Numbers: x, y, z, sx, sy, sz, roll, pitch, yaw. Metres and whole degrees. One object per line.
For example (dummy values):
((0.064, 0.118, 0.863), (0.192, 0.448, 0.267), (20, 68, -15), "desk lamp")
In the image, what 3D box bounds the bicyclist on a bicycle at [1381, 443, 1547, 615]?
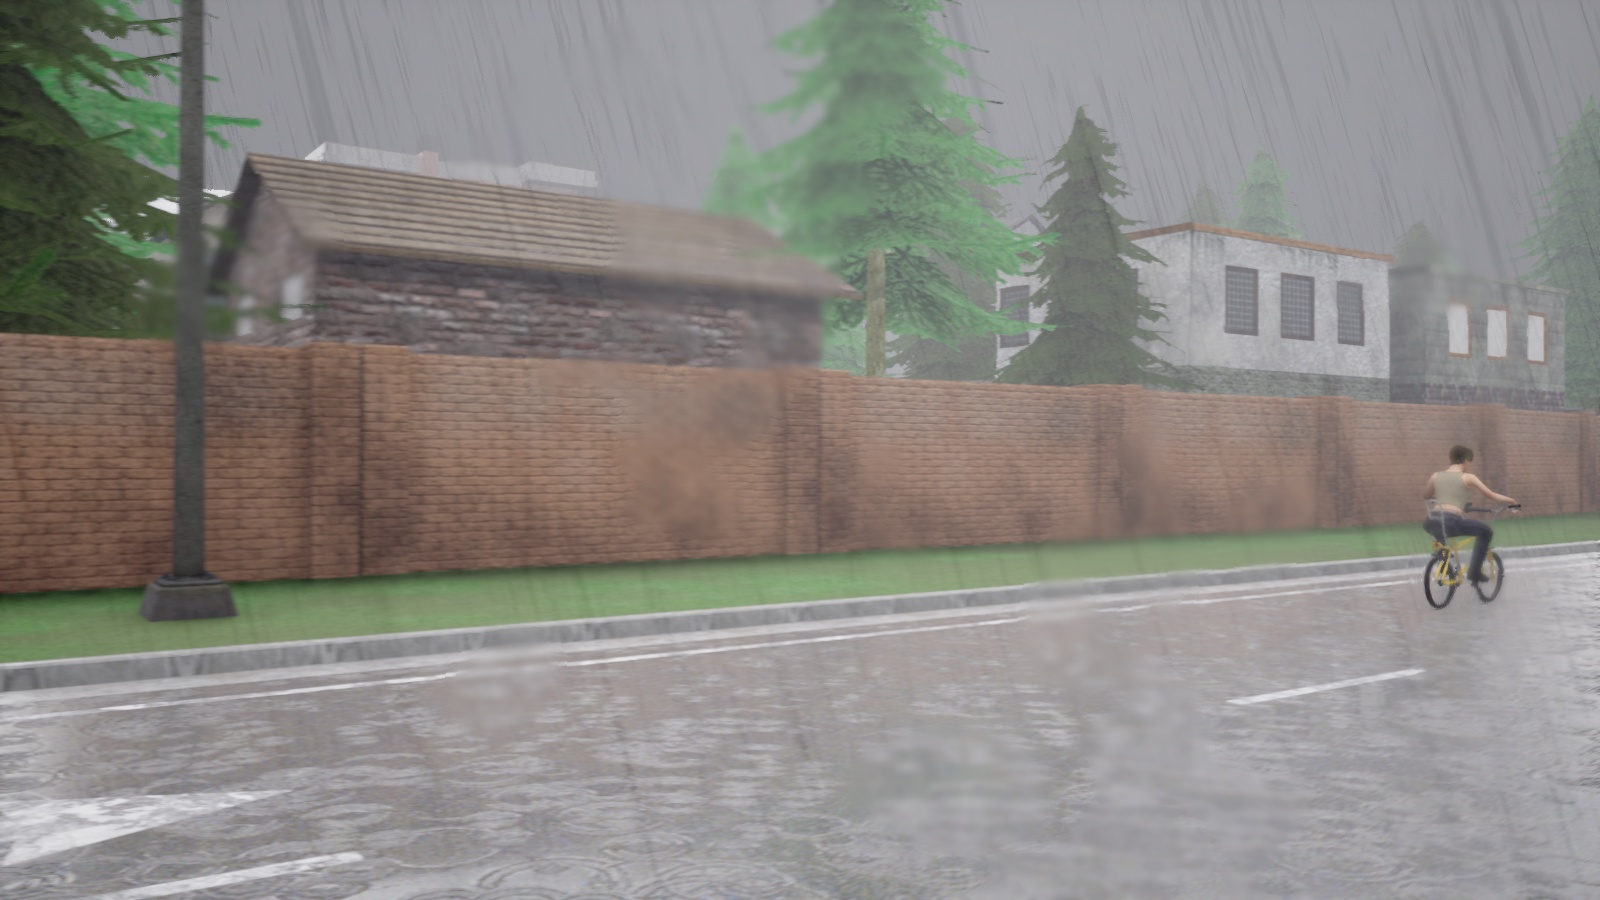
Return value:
((6.637, 0.741, 12.548), (1.509, 1.612, 0.866), (0, 0, -35), "bicyclist on a bicycle")
